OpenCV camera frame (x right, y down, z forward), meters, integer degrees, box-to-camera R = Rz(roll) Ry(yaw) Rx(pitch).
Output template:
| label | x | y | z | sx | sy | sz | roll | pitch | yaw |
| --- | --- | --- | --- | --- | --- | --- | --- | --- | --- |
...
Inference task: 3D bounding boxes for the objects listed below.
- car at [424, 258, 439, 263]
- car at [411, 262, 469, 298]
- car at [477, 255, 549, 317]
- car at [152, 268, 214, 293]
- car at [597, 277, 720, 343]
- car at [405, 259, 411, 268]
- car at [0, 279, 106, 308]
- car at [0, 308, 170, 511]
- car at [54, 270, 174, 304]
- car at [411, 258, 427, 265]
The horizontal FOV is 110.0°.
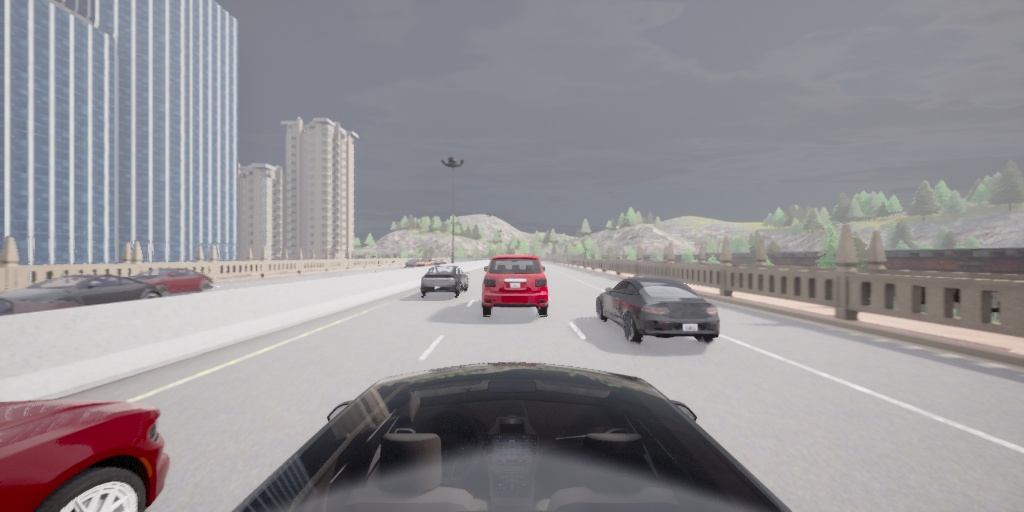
| label | x | y | z | sx | sy | sz | roll | pitch | yaw |
| --- | --- | --- | --- | --- | --- | --- | --- | --- | --- |
| car | -9.850 | 1.316 | 47.855 | 1.994 | 1.385 | 4.181 | 0 | 0 | 2 |
| car | -3.370 | 1.242 | 18.630 | 2.128 | 1.511 | 4.902 | 0 | 0 | 0 |
| car | 0.102 | 0.972 | 13.403 | 2.150 | 2.045 | 5.566 | 0 | 0 | 0 |
| car | -17.559 | 1.314 | 18.142 | 1.994 | 1.385 | 4.181 | 0 | 0 | 0 |
| car | 3.600 | 1.276 | 9.535 | 1.812 | 1.442 | 4.674 | 0 | 0 | 0 |
| car | -16.454 | 1.255 | 60.281 | 1.837 | 1.490 | 4.892 | 0 | 0 | 2 |
| car | -10.598 | 1.297 | 5.729 | 2.033 | 1.411 | 5.357 | 0 | 0 | 0 |
| car | -3.400 | 1.227 | 0.486 | 1.882 | 1.535 | 5.008 | 0 | 0 | 0 |
| car | -14.087 | 1.314 | 11.708 | 1.994 | 1.385 | 4.181 | 0 | 0 | 0 |
| car | -13.150 | 1.104 | 54.217 | 2.097 | 1.767 | 4.553 | 0 | 0 | 2 |
